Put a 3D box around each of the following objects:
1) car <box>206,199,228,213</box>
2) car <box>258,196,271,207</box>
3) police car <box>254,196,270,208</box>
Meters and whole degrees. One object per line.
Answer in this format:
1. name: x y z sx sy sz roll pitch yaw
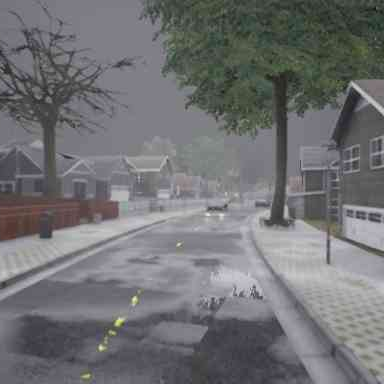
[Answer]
1. car: 3.080 1.631 39.709 1.882 1.535 5.008 0 -1 16
2. car: 14.276 1.856 65.191 2.150 2.045 5.566 0 -1 15
3. police car: 11.578 1.863 55.587 1.930 1.638 5.238 0 -1 16
